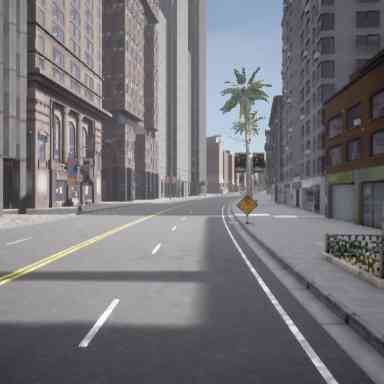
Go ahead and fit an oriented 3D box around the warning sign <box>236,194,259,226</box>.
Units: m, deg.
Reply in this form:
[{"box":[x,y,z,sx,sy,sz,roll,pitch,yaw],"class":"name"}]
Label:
[{"box":[3.394,1.087,20.420,1.300,1.860,1.060,0,0,3],"class":"warning sign"}]
